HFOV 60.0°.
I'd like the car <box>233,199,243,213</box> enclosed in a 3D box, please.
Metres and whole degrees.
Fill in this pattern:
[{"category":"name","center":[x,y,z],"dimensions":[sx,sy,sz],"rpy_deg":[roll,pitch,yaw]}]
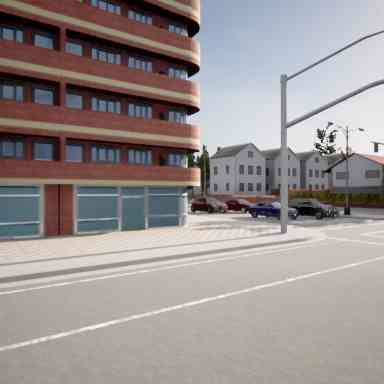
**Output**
[{"category":"car","center":[5.203,1.478,36.672],"dimensions":[1.882,1.535,5.008],"rpy_deg":[0,0,-35]}]

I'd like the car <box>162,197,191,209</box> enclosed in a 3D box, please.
[{"category":"car","center":[-2.319,1.505,47.555],"dimensions":[1.837,1.490,4.892],"rpy_deg":[0,0,-35]}]

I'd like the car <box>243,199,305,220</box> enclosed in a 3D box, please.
[{"category":"car","center":[6.823,1.526,28.204],"dimensions":[1.812,1.442,4.674],"rpy_deg":[0,0,-35]}]

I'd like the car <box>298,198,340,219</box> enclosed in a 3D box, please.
[{"category":"car","center":[10.457,1.352,29.098],"dimensions":[2.097,1.767,4.553],"rpy_deg":[0,0,-35]}]

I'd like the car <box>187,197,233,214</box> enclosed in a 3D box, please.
[{"category":"car","center":[1.825,1.352,35.399],"dimensions":[2.097,1.767,4.553],"rpy_deg":[0,0,-34]}]
